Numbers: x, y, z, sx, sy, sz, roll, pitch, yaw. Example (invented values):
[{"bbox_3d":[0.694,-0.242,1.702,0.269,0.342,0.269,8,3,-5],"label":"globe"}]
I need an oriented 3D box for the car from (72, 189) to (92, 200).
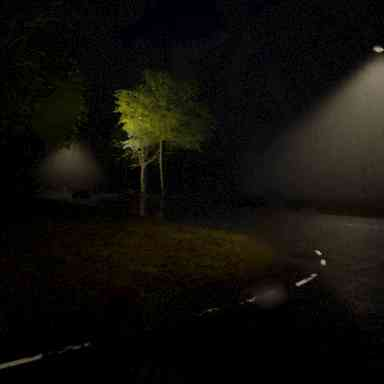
[{"bbox_3d":[-16.456,0.407,49.516,1.837,1.490,4.892,-2,2,-35],"label":"car"}]

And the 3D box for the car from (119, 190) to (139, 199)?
[{"bbox_3d":[-9.916,0.353,52.369,1.812,1.442,4.674,-1,2,-35],"label":"car"}]

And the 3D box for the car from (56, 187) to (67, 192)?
[{"bbox_3d":[-33.571,-0.645,85.652,2.128,1.511,4.902,-1,2,-35],"label":"car"}]
